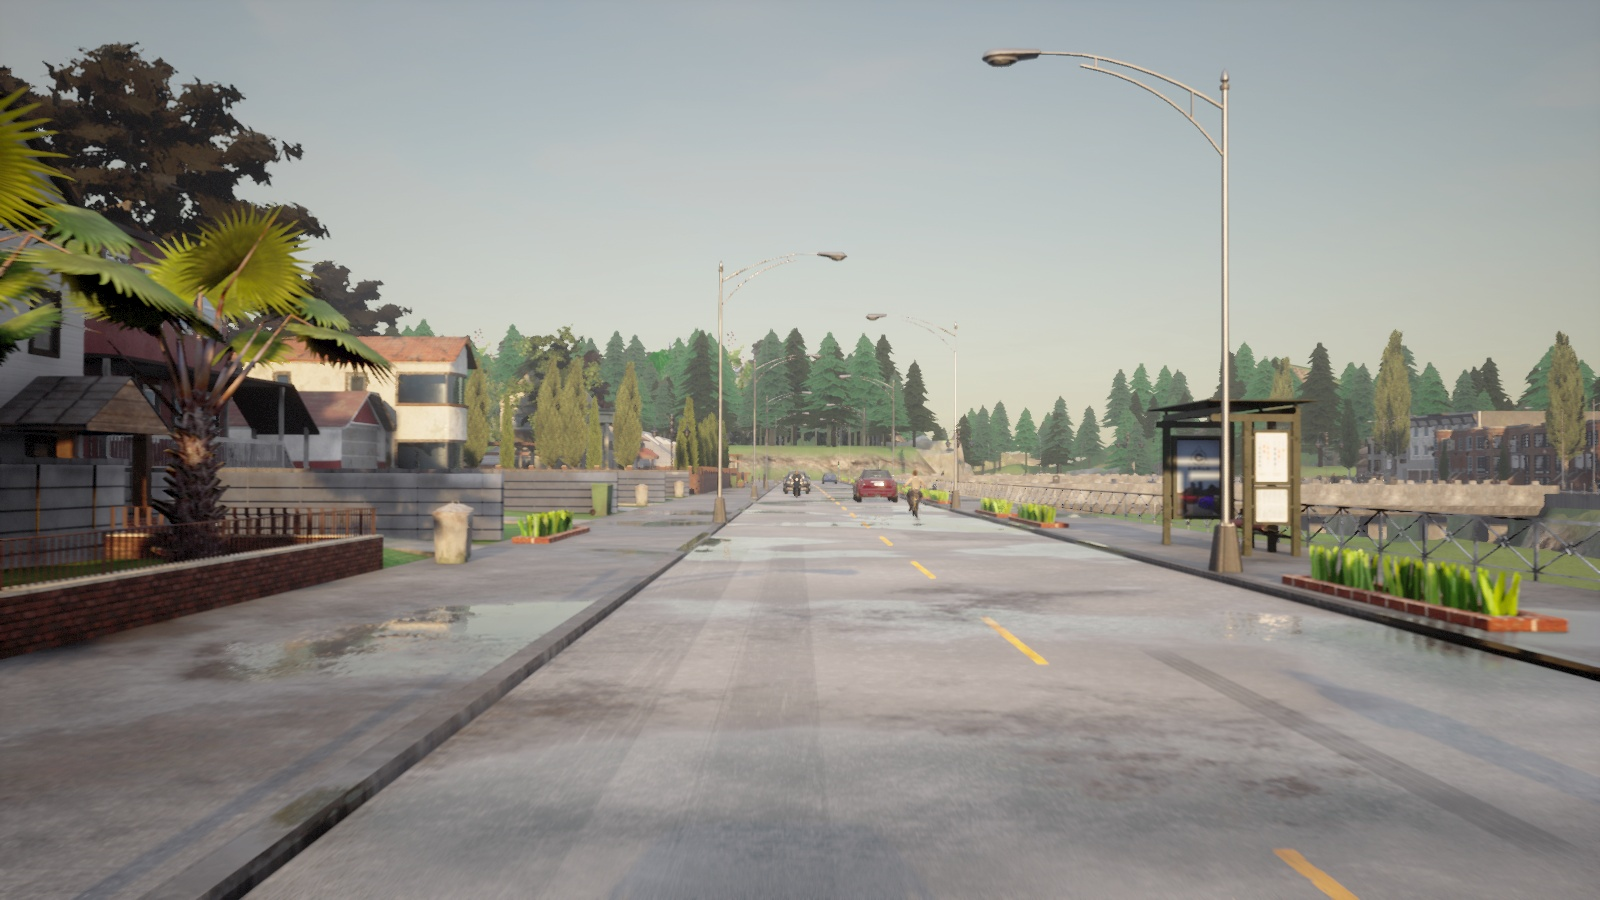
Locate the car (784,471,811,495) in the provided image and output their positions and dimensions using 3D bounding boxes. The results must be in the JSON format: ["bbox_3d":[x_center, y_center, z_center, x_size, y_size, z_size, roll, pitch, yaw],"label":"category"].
[{"bbox_3d":[-0.201,2.223,85.340,1.789,1.549,3.705,0,-1,0],"label":"car"}]

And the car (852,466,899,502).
[{"bbox_3d":[3.848,1.742,64.760,2.097,1.767,4.553,0,-1,0],"label":"car"}]
